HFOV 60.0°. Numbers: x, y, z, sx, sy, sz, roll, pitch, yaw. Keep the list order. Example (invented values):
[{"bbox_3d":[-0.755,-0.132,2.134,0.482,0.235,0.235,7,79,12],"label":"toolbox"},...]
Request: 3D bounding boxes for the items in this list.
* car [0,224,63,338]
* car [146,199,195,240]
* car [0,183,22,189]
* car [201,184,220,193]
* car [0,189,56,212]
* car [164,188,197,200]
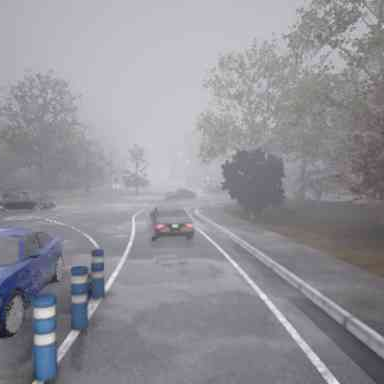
[{"bbox_3d":[-3.966,1.495,6.688,1.882,1.535,5.008,0,0,-10],"label":"car"},{"bbox_3d":[-1.170,1.358,16.075,2.033,1.411,5.357,-1,2,-11],"label":"car"},{"bbox_3d":[-32.112,-0.757,57.488,2.128,1.511,4.902,2,3,33],"label":"car"},{"bbox_3d":[3.088,-0.659,55.684,2.128,1.511,4.902,-1,3,-18],"label":"car"},{"bbox_3d":[-13.663,0.812,27.031,4.902,1.511,2.128,0,3,-6],"label":"car"},{"bbox_3d":[-1.329,0.241,38.945,1.812,1.442,4.674,2,4,36],"label":"car"}]
